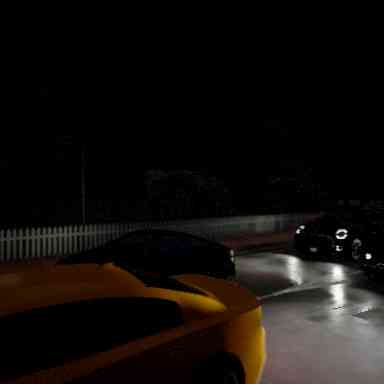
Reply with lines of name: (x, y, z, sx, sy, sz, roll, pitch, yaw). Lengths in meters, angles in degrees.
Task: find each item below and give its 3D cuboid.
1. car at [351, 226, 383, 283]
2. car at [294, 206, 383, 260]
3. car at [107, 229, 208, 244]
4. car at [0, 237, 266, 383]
car: (6.334, 1.611, 8.532, 4.718, 1.301, 1.895, 0, 0, -35)
car: (5.928, 1.367, 12.549, 4.553, 1.767, 2.097, 0, 0, -36)
car: (-0.967, 1.572, 7.607, 4.181, 1.385, 1.994, 0, 0, -36)
car: (-1.533, 1.481, 2.893, 5.008, 1.535, 1.882, 0, 0, -36)
